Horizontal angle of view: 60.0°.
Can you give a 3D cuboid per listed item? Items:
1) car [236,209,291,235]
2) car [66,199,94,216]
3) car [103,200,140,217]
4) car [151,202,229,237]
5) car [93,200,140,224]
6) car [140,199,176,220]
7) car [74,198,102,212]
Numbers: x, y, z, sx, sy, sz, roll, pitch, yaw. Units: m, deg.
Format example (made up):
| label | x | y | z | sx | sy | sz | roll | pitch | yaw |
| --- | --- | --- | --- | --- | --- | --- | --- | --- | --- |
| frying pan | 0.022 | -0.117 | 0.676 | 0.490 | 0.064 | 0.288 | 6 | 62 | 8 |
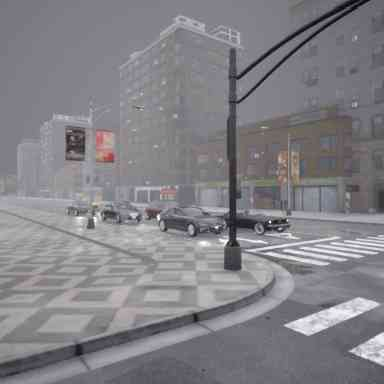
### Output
| label | x | y | z | sx | sy | sz | roll | pitch | yaw |
| --- | --- | --- | --- | --- | --- | --- | --- | --- | --- |
| car | 3.363 | 1.648 | 19.388 | 1.895 | 1.301 | 4.718 | 0 | 0 | -36 |
| car | -11.529 | 1.627 | 34.344 | 1.837 | 1.490 | 4.892 | 0 | 0 | -36 |
| car | -7.306 | 1.619 | 34.057 | 1.837 | 1.490 | 4.892 | 0 | 0 | -36 |
| car | -0.181 | 1.558 | 18.728 | 1.837 | 1.490 | 4.892 | 0 | 0 | -36 |
| car | -5.679 | 1.581 | 26.286 | 2.128 | 1.511 | 4.902 | 0 | 0 | -36 |
| car | -1.964 | 1.435 | 26.712 | 2.097 | 1.767 | 4.553 | 0 | 0 | -36 |
| car | -13.344 | 1.620 | 42.411 | 1.882 | 1.535 | 5.008 | 0 | 0 | -36 |
